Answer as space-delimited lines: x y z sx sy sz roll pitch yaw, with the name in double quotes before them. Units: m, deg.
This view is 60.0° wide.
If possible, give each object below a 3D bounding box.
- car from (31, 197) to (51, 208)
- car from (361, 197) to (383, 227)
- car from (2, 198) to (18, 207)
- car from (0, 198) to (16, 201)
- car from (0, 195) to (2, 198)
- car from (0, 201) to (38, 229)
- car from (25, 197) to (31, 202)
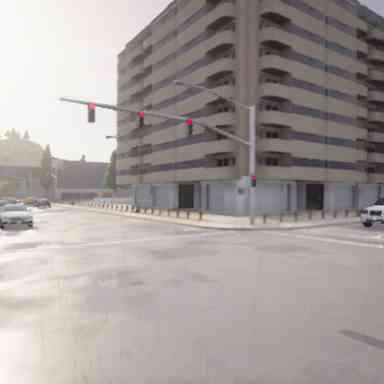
"car" -22.866 1.632 50.815 1.812 1.442 4.674 0 0 -35
"car" 13.588 1.302 22.263 5.566 2.045 2.150 0 0 -36
"car" -30.614 1.661 55.875 1.994 1.385 4.181 0 0 -35
"car" -17.270 1.568 30.057 1.837 1.490 4.892 0 0 -35
"car" -23.244 1.292 38.720 2.150 2.045 5.566 0 0 -34
"car" -12.000 1.583 22.454 1.812 1.442 4.674 0 0 -35
"car" -28.175 1.590 58.502 1.882 1.535 5.008 0 0 -35
